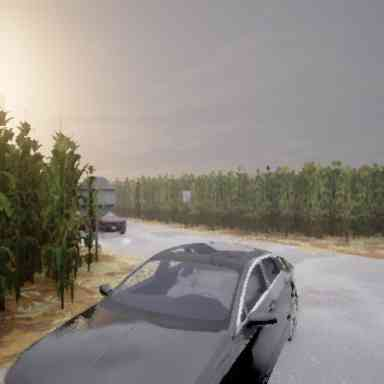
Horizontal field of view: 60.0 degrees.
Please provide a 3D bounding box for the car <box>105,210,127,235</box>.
[{"bbox_3d":[-5.461,1.610,19.117,1.882,1.535,5.008,0,-1,-36],"label":"car"}]

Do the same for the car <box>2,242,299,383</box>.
[{"bbox_3d":[0.133,1.497,4.179,2.128,1.511,4.902,1,0,26],"label":"car"}]
